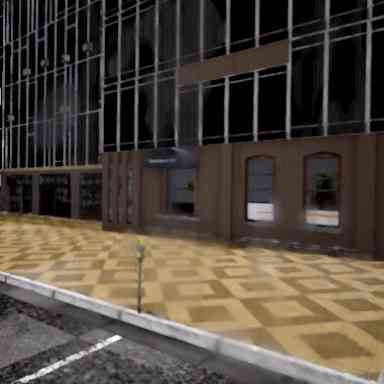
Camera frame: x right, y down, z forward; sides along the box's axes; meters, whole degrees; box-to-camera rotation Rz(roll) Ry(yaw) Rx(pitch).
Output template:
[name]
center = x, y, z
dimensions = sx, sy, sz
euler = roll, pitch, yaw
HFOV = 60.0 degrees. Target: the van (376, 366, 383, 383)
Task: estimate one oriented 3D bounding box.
[van]
center = 2.621, 1.349, 0.835
dimensions = 3.998, 1.788, 1.690
euler = 0, 1, 36
